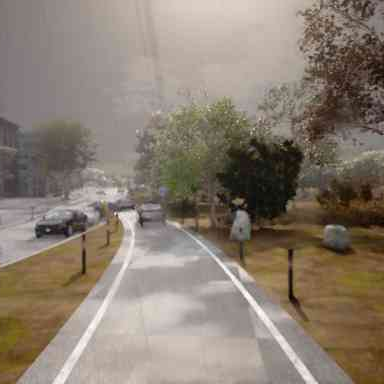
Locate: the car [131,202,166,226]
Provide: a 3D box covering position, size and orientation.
[{"bbox_3d":[-3.095,1.594,24.638,2.128,1.511,4.902,-1,0,-13],"label":"car"}]

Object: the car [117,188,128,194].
[{"bbox_3d":[-17.497,-0.350,81.840,2.033,1.411,5.357,-1,2,-10],"label":"car"}]

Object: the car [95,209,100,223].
[{"bbox_3d":[-8.544,1.932,26.676,2.002,1.452,4.674,1,0,-7],"label":"car"}]

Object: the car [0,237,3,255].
[{"bbox_3d":[-7.627,1.831,10.036,2.002,1.452,4.674,0,0,1],"label":"car"}]

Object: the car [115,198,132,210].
[{"bbox_3d":[-8.357,1.424,40.972,1.994,1.385,4.181,-1,2,-21],"label":"car"}]

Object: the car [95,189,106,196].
[{"bbox_3d":[-20.341,0.048,74.112,1.812,1.442,4.674,-1,2,-11],"label":"car"}]

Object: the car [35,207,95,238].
[{"bbox_3d":[-7.890,1.837,20.568,2.097,1.535,5.008,-1,-1,-2],"label":"car"}]
